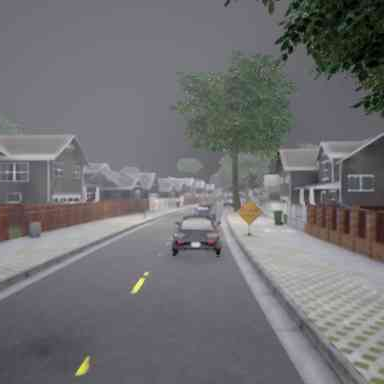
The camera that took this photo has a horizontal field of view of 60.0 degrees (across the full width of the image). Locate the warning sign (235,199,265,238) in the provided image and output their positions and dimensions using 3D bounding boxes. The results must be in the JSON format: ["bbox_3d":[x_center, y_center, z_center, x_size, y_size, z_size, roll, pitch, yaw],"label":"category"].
[{"bbox_3d":[2.839,1.282,16.438,1.300,1.860,1.060,0,0,3],"label":"warning sign"}]

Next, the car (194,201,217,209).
[{"bbox_3d":[1.144,1.820,28.713,1.812,1.442,4.674,0,0,5],"label":"car"}]

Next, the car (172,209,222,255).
[{"bbox_3d":[0.243,1.665,13.807,1.812,1.442,4.674,0,0,3],"label":"car"}]

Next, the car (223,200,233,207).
[{"bbox_3d":[7.266,2.266,65.758,1.812,1.442,4.674,0,-1,11],"label":"car"}]
